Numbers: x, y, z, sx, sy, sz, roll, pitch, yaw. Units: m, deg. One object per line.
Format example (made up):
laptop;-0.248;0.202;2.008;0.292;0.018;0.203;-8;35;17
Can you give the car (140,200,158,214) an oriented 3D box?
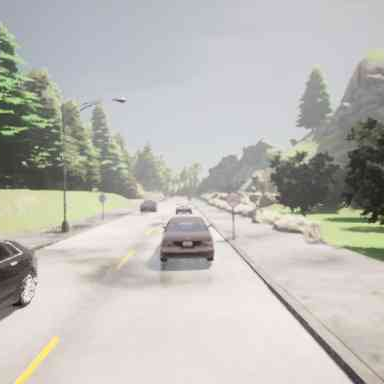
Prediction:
car;-5.211;1.766;40.684;1.882;1.535;5.008;-1;-1;-2

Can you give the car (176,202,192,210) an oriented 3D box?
car;-0.976;1.828;39.307;1.895;1.301;4.718;-1;0;-2

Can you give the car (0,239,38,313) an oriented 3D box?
car;-4.209;1.588;5.367;1.837;1.490;4.892;-1;0;-2

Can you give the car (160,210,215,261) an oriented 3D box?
car;-0.199;1.619;12.526;2.033;1.411;5.357;-1;0;-1
